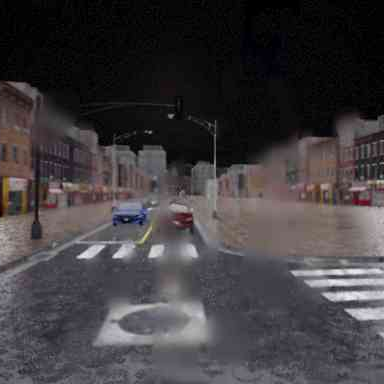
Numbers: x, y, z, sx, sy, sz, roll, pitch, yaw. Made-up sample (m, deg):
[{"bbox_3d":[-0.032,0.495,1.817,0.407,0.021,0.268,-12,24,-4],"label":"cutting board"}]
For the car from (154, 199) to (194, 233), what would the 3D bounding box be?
[{"bbox_3d":[-0.908,1.390,18.958,1.882,1.535,5.008,0,0,-3],"label":"car"}]

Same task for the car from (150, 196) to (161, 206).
[{"bbox_3d":[-5.126,1.293,46.240,2.128,1.511,4.902,0,0,-2],"label":"car"}]

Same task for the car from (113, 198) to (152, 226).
[{"bbox_3d":[-4.014,1.352,22.270,1.882,1.535,5.008,0,0,-3],"label":"car"}]
